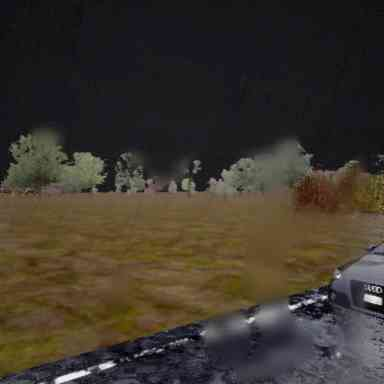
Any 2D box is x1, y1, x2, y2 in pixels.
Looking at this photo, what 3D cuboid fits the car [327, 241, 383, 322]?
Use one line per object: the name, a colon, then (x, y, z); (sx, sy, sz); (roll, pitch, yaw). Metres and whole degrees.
car: (4.569, 1.568, 6.550); (4.181, 1.385, 1.994); (0, 0, -35)
